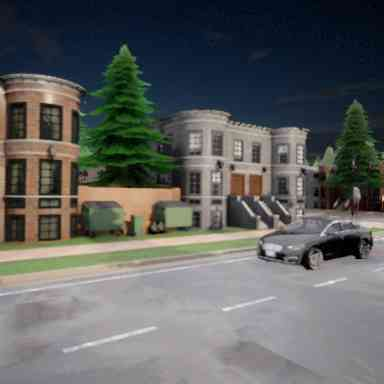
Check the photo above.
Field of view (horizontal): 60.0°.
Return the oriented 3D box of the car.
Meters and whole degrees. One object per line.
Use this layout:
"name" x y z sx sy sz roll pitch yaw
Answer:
"car" 4.352 1.625 11.464 4.902 1.511 2.128 1 -1 -36
